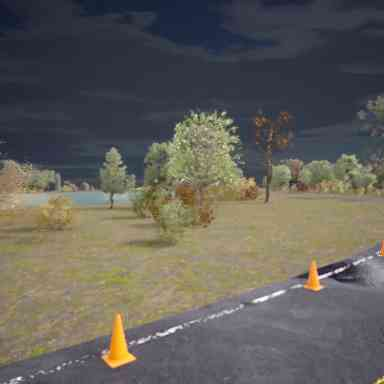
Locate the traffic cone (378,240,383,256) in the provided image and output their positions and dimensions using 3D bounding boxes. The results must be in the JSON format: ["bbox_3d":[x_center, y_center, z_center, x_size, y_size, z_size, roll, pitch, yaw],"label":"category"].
[{"bbox_3d":[6.285,1.786,10.838,0.340,0.580,0.340,-1,1,-45],"label":"traffic cone"}]

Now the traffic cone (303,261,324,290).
[{"bbox_3d":[2.755,1.863,7.526,0.340,0.580,0.340,-1,1,-41],"label":"traffic cone"}]

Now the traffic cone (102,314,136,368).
[{"bbox_3d":[-0.980,1.937,4.446,0.340,0.580,0.340,-1,1,-38],"label":"traffic cone"}]
